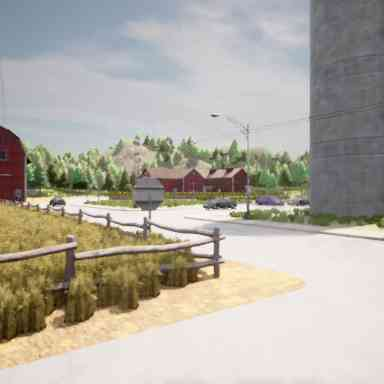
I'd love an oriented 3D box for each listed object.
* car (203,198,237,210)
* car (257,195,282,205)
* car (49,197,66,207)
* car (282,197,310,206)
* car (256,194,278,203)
[{"bbox_3d":[3.555,1.506,42.162,4.902,1.511,2.128,0,0,-36],"label":"car"},{"bbox_3d":[12.884,1.502,54.186,2.242,1.667,4.611,0,0,-36],"label":"car"},{"bbox_3d":[-21.190,1.533,52.427,1.812,1.442,4.674,0,0,-34],"label":"car"},{"bbox_3d":[16.862,1.514,52.001,4.902,1.511,2.128,0,0,-36],"label":"car"},{"bbox_3d":[16.376,1.340,73.158,1.932,1.855,4.605,0,0,-36],"label":"car"}]
